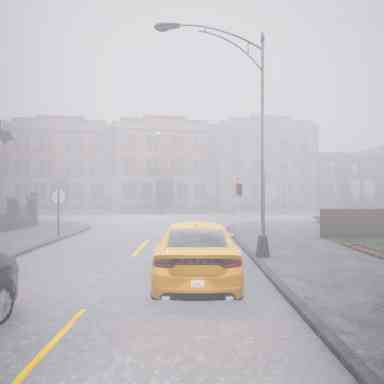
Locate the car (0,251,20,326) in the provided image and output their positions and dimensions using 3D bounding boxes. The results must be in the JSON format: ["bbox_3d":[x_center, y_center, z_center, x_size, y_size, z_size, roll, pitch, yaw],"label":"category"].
[{"bbox_3d":[-4.087,1.505,4.193,1.837,1.490,4.892,0,0,0],"label":"car"}]

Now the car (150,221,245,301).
[{"bbox_3d":[0.110,1.478,8.396,1.882,1.535,5.008,0,0,0],"label":"car"}]
